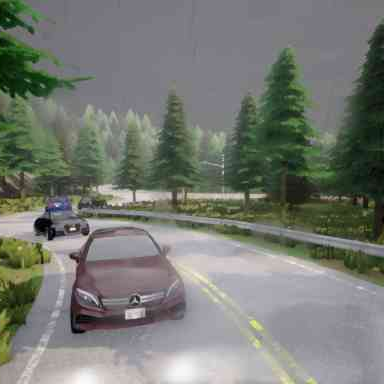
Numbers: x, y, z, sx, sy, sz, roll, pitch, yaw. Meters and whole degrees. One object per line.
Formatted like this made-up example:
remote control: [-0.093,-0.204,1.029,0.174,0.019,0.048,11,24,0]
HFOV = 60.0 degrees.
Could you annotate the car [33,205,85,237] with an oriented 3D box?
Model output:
car: [-7.055,1.664,17.798,1.994,1.385,4.181,-4,2,-38]

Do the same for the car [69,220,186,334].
car: [-1.520,1.523,7.077,1.812,1.442,4.674,-2,0,-17]

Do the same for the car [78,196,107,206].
car: [-12.710,1.289,42.817,2.097,1.767,4.553,2,2,13]

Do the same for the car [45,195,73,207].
car: [-12.855,1.326,32.228,2.150,2.045,5.566,-1,0,-18]
